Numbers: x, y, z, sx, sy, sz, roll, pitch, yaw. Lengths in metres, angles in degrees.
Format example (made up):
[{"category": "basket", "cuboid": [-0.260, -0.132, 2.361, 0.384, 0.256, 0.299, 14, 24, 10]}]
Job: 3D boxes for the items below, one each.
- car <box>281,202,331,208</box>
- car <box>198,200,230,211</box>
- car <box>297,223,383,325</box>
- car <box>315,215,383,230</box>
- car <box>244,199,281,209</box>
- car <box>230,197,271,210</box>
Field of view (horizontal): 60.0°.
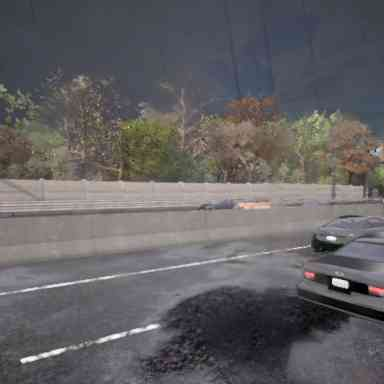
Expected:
[{"category": "car", "cuboid": [10.438, 1.560, 28.622, 5.357, 1.411, 2.033, 0, 0, -35]}, {"category": "car", "cuboid": [3.207, 1.559, 36.361, 5.357, 1.411, 2.033, 0, 0, -35]}, {"category": "car", "cuboid": [4.483, 1.549, 6.940, 5.357, 1.411, 2.033, 0, 0, -35]}, {"category": "car", "cuboid": [6.428, 1.568, 12.621, 4.181, 1.385, 1.994, 0, 0, -35]}, {"category": "car", "cuboid": [7.383, 1.613, 30.742, 4.718, 1.301, 1.895, 0, 0, -35]}, {"category": "car", "cuboid": [6.561, 1.365, 34.450, 4.553, 1.767, 2.097, 0, 0, -35]}]
